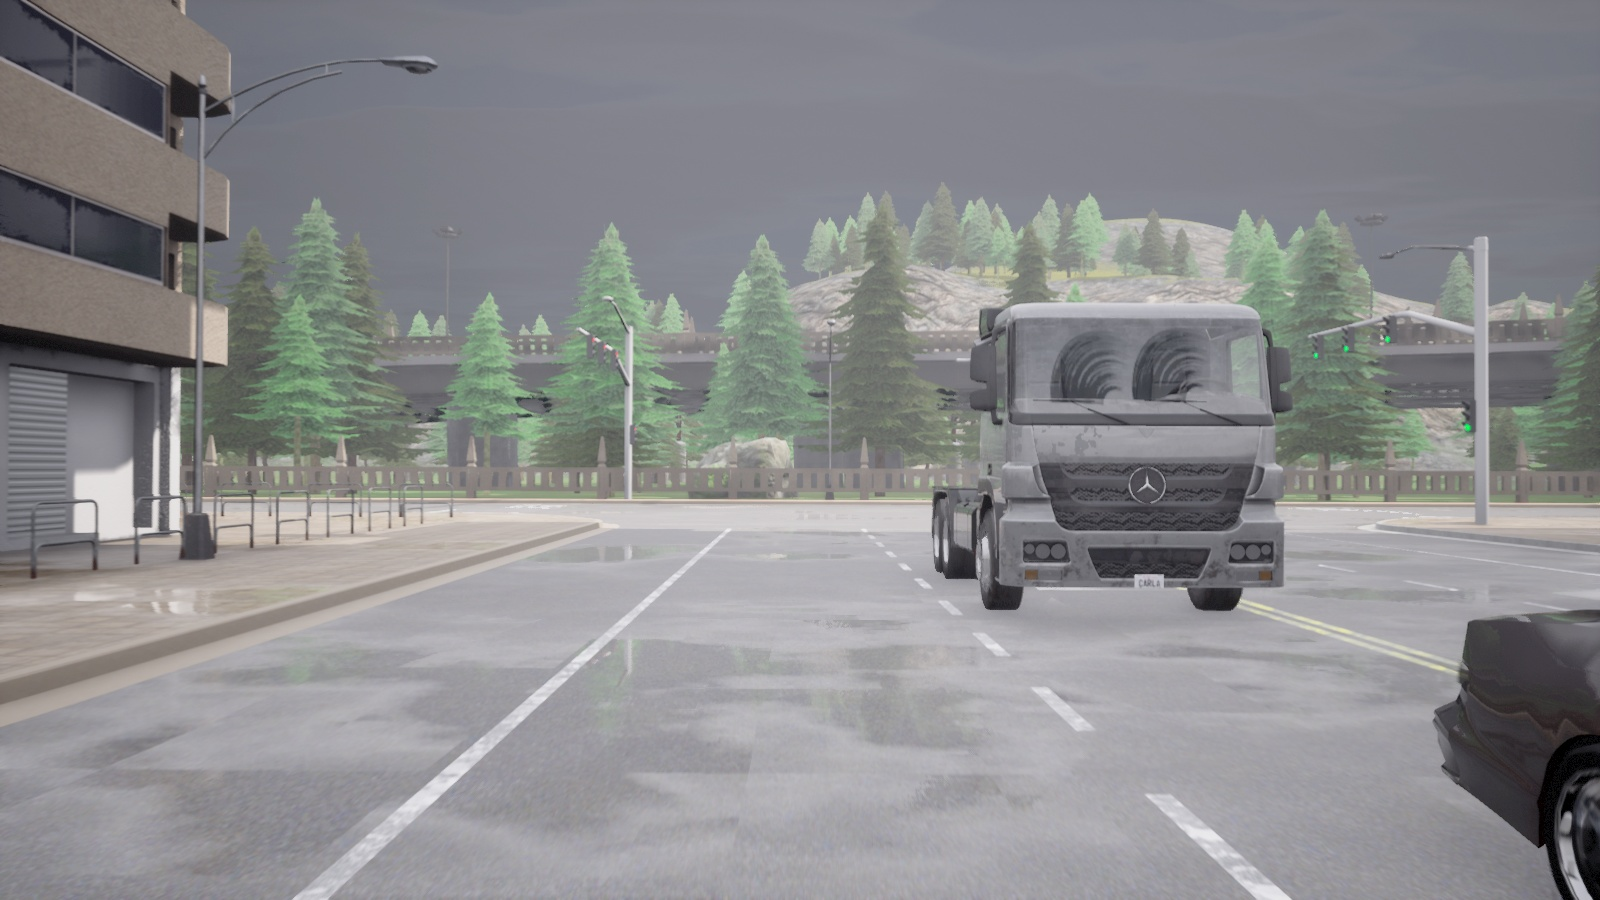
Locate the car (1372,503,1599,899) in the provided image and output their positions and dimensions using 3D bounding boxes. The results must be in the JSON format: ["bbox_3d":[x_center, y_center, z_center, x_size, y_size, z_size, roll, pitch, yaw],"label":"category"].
[{"bbox_3d":[3.493,0.890,2.734,2.033,1.411,5.357,0,-1,0],"label":"car"}]

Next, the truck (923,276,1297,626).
[{"bbox_3d":[3.457,0.080,16.433,2.891,3.462,7.936,0,-1,0],"label":"truck"}]
